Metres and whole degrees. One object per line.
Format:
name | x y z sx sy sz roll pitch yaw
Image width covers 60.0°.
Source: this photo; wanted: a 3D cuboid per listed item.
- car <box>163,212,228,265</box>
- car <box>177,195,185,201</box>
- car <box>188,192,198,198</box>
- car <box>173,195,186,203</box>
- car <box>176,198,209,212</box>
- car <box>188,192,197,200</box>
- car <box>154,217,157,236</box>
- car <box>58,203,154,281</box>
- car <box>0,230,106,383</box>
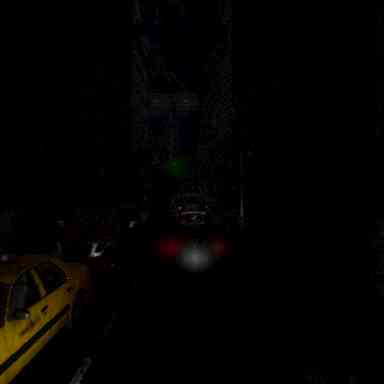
car | 0.098 1.581 11.624 1.895 1.301 4.718 0 0 0
car | -2.649 1.441 83.759 1.837 1.490 4.892 0 0 0
car | 0.092 1.443 79.357 1.837 1.490 4.892 0 0 0
car | -2.683 1.499 68.214 1.994 1.385 4.181 0 0 0
car | 0.100 1.441 22.486 1.882 1.535 5.008 0 0 0
car | 0.114 1.021 89.808 2.150 2.045 5.566 0 0 0
car | -2.637 1.525 15.602 2.008 1.369 4.403 0 0 0
car | -2.635 1.298 9.987 2.192 1.841 5.009 0 0 0
car | -2.635 1.518 4.204 1.752 1.417 4.829 0 0 0
